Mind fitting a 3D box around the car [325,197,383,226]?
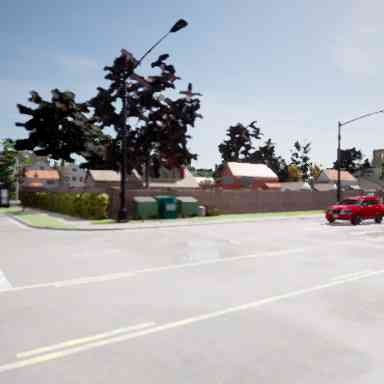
[{"bbox_3d":[12.652,1.401,25.628,5.566,2.045,2.150,0,0,-35],"label":"car"}]
